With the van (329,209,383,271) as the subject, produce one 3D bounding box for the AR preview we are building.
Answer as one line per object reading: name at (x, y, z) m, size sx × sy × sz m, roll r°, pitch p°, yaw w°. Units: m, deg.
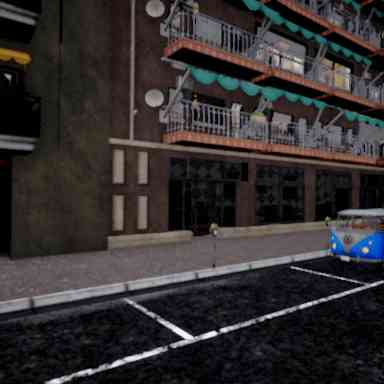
van at (6.214, 1.449, 10.992) m, size 3.998 × 1.788 × 1.690 m, roll 1°, pitch 0°, yaw -36°
